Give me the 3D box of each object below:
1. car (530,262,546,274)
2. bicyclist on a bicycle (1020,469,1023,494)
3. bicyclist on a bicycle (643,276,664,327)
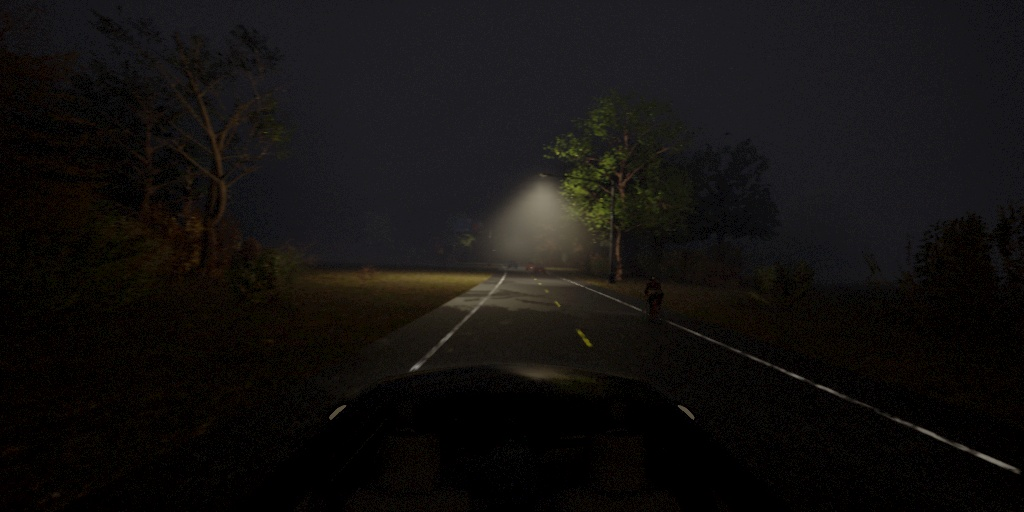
[{"bbox_3d":[4.347,2.082,57.245,1.812,1.442,4.674,2,-1,0],"label":"car"},{"bbox_3d":[4.310,1.344,2.307,0.866,1.612,1.509,2,-1,3],"label":"bicyclist on a bicycle"},{"bbox_3d":[4.709,1.493,11.960,0.582,1.620,1.656,2,-1,2],"label":"bicyclist on a bicycle"}]
